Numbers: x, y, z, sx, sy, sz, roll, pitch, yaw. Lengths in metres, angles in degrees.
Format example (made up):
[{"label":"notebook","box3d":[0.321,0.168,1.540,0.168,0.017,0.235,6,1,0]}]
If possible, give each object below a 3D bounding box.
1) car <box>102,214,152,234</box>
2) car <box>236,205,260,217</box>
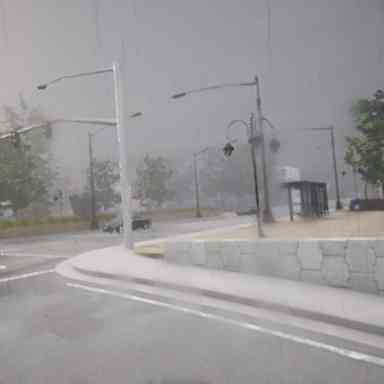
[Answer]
[{"label":"car","box3d":[-5.632,2.757,29.166,1.837,1.490,4.892,-6,-4,36]},{"label":"car","box3d":[8.129,2.724,47.760,1.837,1.490,4.892,-6,-4,37]}]
